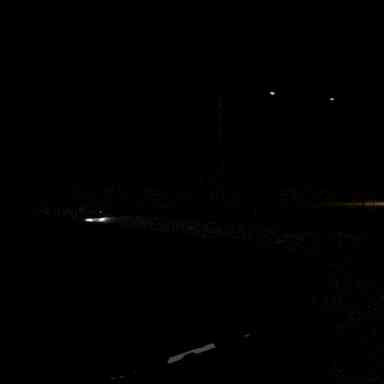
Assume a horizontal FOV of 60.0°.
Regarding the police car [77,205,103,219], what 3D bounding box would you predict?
[{"bbox_3d":[-12.862,2.465,41.787,2.038,1.542,4.974,-2,0,-35],"label":"police car"}]
